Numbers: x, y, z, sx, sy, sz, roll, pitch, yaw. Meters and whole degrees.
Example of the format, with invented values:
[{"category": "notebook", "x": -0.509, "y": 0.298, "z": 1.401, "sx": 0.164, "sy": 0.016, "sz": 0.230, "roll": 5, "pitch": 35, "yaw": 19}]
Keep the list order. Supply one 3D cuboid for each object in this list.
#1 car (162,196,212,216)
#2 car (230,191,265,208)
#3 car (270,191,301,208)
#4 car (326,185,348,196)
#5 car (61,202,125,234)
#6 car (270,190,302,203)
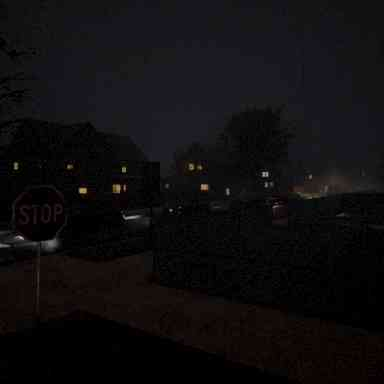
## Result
[{"category": "car", "x": -0.275, "y": 1.021, "z": 24.229, "sx": 1.994, "sy": 1.385, "sz": 4.181, "roll": 1, "pitch": 2, "yaw": 36}, {"category": "car", "x": 5.430, "y": 0.704, "z": 32.239, "sx": 1.882, "sy": 1.535, "sz": 5.008, "roll": 1, "pitch": 2, "yaw": 35}, {"category": "car", "x": 9.183, "y": 0.721, "z": 32.454, "sx": 1.837, "sy": 1.490, "sz": 4.892, "roll": 1, "pitch": 2, "yaw": 35}, {"category": "car", "x": 22.073, "y": -0.079, "z": 50.566, "sx": 2.150, "sy": 2.045, "sz": 5.566, "roll": 1, "pitch": 2, "yaw": 35}, {"category": "car", "x": -5.450, "y": 1.231, "z": 16.959, "sx": 1.994, "sy": 1.385, "sz": 4.181, "roll": 1, "pitch": 2, "yaw": 35}, {"category": "car", "x": 11.572, "y": 0.528, "z": 40.825, "sx": 2.033, "sy": 1.411, "sz": 5.357, "roll": 1, "pitch": 2, "yaw": 36}]
